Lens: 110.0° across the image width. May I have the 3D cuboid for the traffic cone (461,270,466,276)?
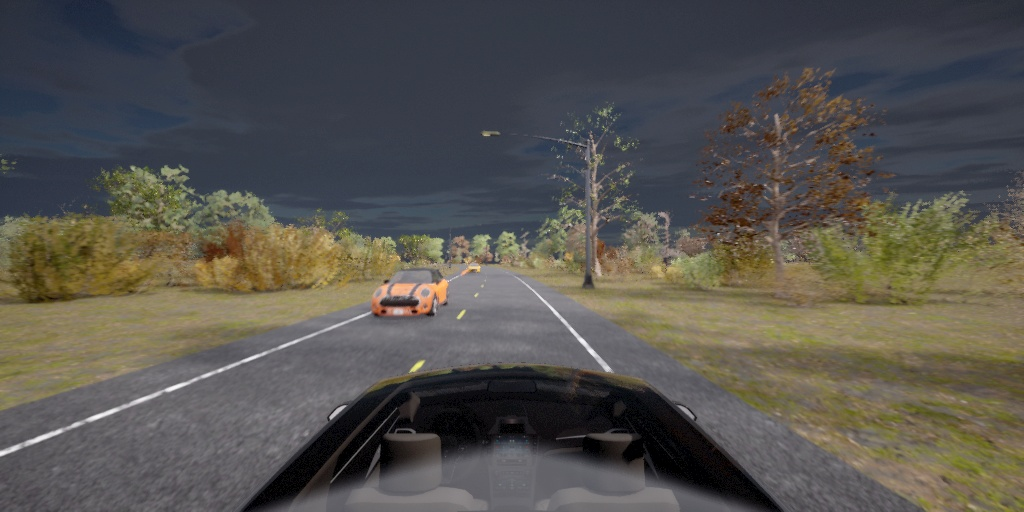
[{"bbox_3d":[-6.551,2.292,47.508,0.340,0.580,0.340,0,0,-4],"label":"traffic cone"}]

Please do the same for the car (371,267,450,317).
[{"bbox_3d":[-3.743,1.255,13.954,2.097,1.767,4.553,0,-1,-1],"label":"car"}]

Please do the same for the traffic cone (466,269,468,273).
[{"bbox_3d":[-6.928,2.359,52.469,0.340,0.580,0.340,0,0,-5],"label":"traffic cone"}]

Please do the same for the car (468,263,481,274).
[{"bbox_3d":[-5.909,1.931,56.365,1.882,1.535,5.008,0,-1,-4],"label":"car"}]
